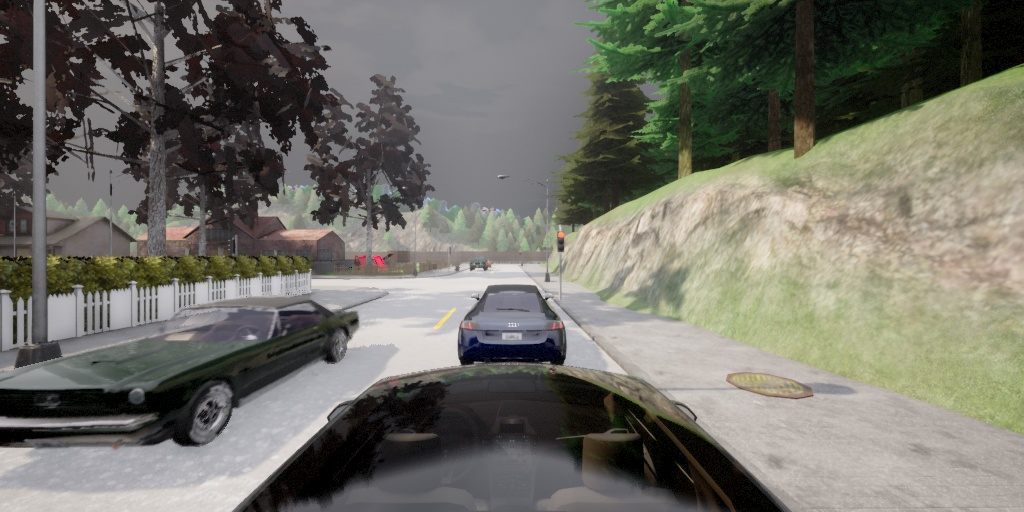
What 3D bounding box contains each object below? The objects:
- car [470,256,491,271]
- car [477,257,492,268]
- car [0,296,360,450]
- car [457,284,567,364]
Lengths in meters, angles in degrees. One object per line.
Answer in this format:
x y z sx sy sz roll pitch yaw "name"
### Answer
-4.529 0.972 49.488 2.150 2.045 5.566 0 0 0 "car"
-4.603 1.102 60.142 2.097 1.767 4.553 0 0 0 "car"
-4.129 1.351 5.372 1.895 1.301 4.718 0 0 -1 "car"
0.005 1.314 8.002 1.994 1.385 4.181 0 0 0 "car"
